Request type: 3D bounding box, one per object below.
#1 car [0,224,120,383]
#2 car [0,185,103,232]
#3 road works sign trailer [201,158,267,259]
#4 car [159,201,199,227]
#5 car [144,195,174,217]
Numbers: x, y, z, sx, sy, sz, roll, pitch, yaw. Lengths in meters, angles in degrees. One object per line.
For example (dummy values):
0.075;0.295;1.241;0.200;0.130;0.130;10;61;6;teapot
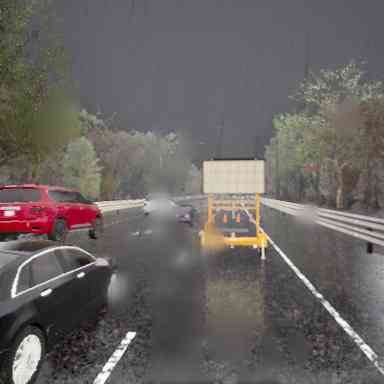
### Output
-2.619;1.521;5.255;1.837;1.490;4.892;0;0;6;car
-5.394;0.867;13.048;2.150;2.045;5.566;-1;-2;6;car
1.611;0.497;12.863;2.380;3.560;2.880;0;0;7;road works sign trailer
-0.607;1.608;23.416;2.033;1.411;5.357;0;0;7;car
-3.098;1.304;32.232;2.150;2.045;5.566;0;0;6;car
